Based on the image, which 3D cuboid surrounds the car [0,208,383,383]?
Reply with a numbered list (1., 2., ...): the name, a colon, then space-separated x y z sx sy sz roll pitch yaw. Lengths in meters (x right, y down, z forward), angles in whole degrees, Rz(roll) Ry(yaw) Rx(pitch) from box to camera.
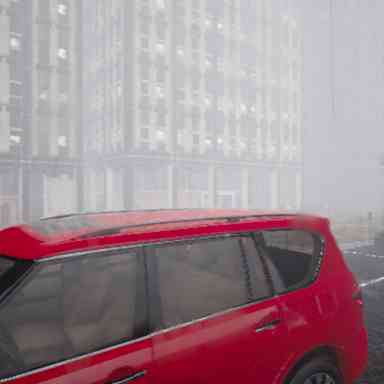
1. car: -0.860 1.219 2.727 5.566 2.045 2.150 -1 0 -33
